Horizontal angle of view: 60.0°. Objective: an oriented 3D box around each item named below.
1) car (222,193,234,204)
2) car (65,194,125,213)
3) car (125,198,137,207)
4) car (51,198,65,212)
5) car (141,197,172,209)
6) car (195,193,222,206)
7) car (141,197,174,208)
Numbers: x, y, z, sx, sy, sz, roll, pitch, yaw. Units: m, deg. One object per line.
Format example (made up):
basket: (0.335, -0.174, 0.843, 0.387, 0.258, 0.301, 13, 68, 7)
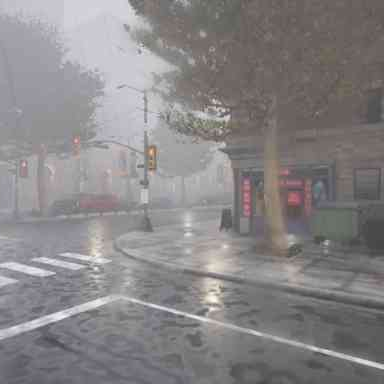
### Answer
car: (6.085, 1.261, 64.946, 2.150, 2.045, 5.566, 0, 0, 36)
car: (-10.451, 1.221, 36.239, 2.150, 2.045, 5.566, 0, 0, 36)
car: (-10.209, 1.595, 47.930, 1.895, 1.301, 4.718, 0, 0, 36)
car: (-13.288, 1.221, 38.287, 2.150, 2.045, 5.566, 0, 0, 36)
car: (-4.702, 1.526, 44.194, 1.812, 1.442, 4.674, 0, 0, 36)
car: (2.446, 1.352, 54.074, 2.097, 1.767, 4.553, 0, 0, 35)
car: (-5.058, 1.487, 49.677, 2.128, 1.511, 4.902, 0, 1, 36)
